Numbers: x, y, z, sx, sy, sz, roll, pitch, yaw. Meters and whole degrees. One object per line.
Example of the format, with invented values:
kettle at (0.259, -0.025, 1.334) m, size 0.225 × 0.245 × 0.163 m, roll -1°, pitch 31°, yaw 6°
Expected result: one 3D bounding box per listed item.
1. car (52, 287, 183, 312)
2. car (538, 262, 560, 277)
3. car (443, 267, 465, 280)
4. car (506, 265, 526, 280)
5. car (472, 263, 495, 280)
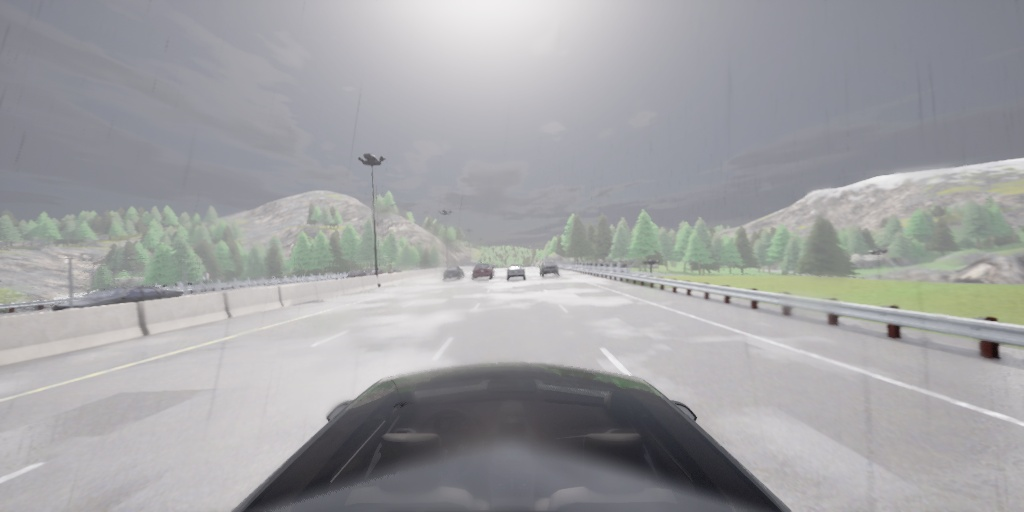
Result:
car at (-20.803, 2.399, 19.381) m, size 2.033 × 1.411 × 5.357 m, roll -3°, pitch -1°, yaw 1°
car at (3.965, 1.396, 38.514) m, size 1.837 × 1.490 × 4.892 m, roll -3°, pitch 0°, yaw 1°
car at (-6.499, 1.910, 40.315) m, size 1.812 × 1.442 × 4.674 m, roll -3°, pitch -1°, yaw 1°
car at (0.420, 1.572, 35.642) m, size 2.033 × 1.411 × 5.357 m, roll -3°, pitch 0°, yaw 1°
car at (-3.032, 1.561, 38.806) m, size 2.097 × 1.767 × 4.553 m, roll -3°, pitch -1°, yaw 1°
